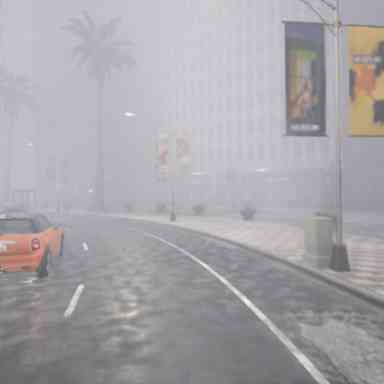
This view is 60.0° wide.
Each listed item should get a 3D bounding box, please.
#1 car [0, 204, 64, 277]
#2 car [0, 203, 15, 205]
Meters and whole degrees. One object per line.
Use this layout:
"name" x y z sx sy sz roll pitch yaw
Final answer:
"car" -5.286 1.418 10.310 2.097 1.767 4.553 -1 0 -15
"car" -14.774 1.686 26.909 1.837 1.490 4.892 1 -1 -43
